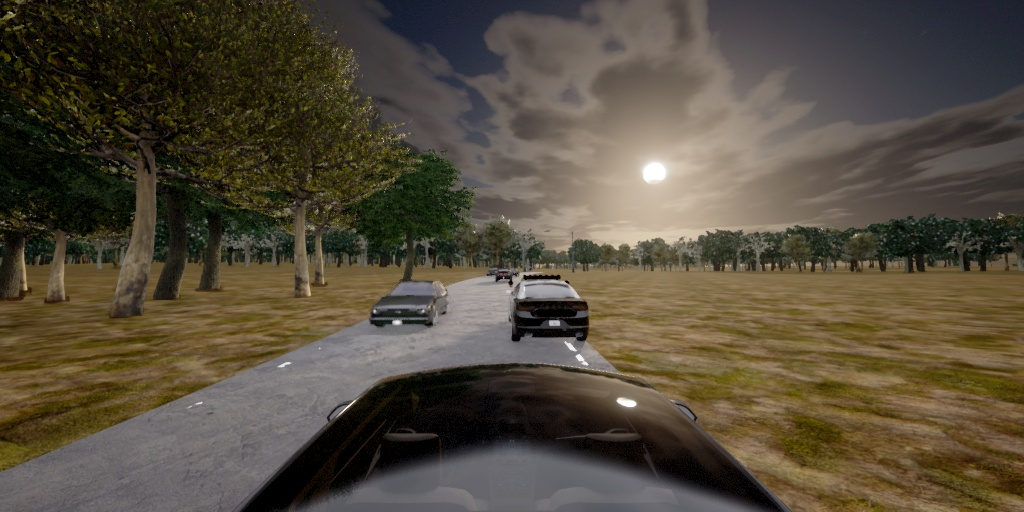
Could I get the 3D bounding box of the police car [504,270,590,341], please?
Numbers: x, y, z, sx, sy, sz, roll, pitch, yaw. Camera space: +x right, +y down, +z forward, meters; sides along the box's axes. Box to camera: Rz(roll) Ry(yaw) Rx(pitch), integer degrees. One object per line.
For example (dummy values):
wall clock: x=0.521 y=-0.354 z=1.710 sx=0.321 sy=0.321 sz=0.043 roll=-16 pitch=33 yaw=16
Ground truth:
police car: x=0.865 y=1.369 z=10.661 sx=1.930 sy=1.638 sz=5.238 roll=0 pitch=-1 yaw=-2

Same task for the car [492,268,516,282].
car: x=-0.828 y=2.115 z=40.708 sx=1.837 sy=1.490 sz=4.892 roll=-1 pitch=-1 yaw=2

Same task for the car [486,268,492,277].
car: x=-2.766 y=2.550 z=55.996 sx=1.994 sy=1.385 sz=4.181 roll=-1 pitch=-1 yaw=8

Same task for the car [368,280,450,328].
car: x=-3.389 y=1.588 z=12.971 sx=2.033 sy=1.411 sz=5.357 roll=0 pitch=-1 yaw=-2
